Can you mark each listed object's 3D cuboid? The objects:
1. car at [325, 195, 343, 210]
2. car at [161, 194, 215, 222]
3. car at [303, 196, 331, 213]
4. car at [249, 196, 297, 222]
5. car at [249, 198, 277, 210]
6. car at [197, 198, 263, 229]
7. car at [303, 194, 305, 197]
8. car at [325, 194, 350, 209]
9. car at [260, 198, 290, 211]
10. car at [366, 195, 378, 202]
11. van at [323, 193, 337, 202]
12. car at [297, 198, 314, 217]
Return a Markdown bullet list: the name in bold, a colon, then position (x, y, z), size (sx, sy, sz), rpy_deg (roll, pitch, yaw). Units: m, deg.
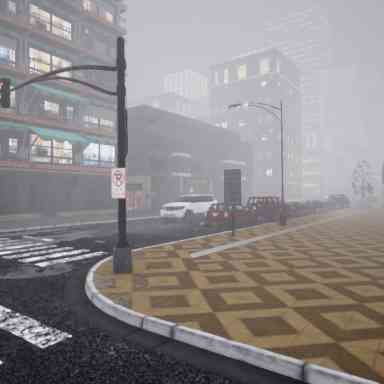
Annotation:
- **car**: position (15.737, 1.415, 38.760), size (2.008, 1.369, 4.403), rpy_deg (-1, 0, 36)
- **car**: position (-0.065, 1.197, 26.411), size (2.150, 2.045, 5.566), rpy_deg (-1, -1, 36)
- **car**: position (12.425, 1.421, 34.254), size (1.887, 1.381, 4.507), rpy_deg (-1, 0, 36)
- **car**: position (5.798, 1.215, 25.242), size (2.192, 1.841, 5.009), rpy_deg (-1, 0, 36)
- **car**: position (9.287, 1.489, 43.290), size (1.752, 1.417, 4.829), rpy_deg (-1, 0, 36)
- **car**: position (2.486, 1.352, 20.734), size (1.967, 1.590, 4.097), rpy_deg (-1, 0, 36)
- **car**: position (22.537, 1.439, 61.317), size (1.752, 1.417, 4.829), rpy_deg (-1, 0, 36)
- **car**: position (19.047, 1.167, 43.268), size (2.192, 1.841, 5.009), rpy_deg (-1, 0, 36)
- **car**: position (10.115, 1.501, 40.220), size (1.994, 1.385, 4.181), rpy_deg (-1, 0, 37)
- **car**: position (35.611, 1.333, 65.800), size (1.887, 1.381, 4.507), rpy_deg (-1, 0, 36)
- **van**: position (29.261, 1.229, 70.468), size (1.690, 1.788, 3.998), rpy_deg (-1, 0, 36)
- **car**: position (9.113, 1.470, 29.747), size (1.802, 1.307, 4.206), rpy_deg (-1, 0, 36)
